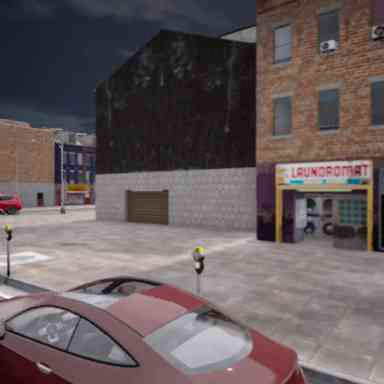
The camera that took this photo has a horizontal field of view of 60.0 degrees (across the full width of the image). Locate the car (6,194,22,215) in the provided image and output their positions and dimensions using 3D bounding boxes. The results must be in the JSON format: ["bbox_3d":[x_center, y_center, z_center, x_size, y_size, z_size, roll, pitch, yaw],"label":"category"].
[{"bbox_3d":[-19.661,1.265,32.502,2.150,2.045,5.566,0,0,36],"label":"car"}]

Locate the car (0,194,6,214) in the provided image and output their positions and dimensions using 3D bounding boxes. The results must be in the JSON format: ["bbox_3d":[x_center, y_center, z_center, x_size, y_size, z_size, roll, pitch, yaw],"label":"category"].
[{"bbox_3d":[-19.335,1.266,28.041,2.150,2.045,5.566,0,0,37],"label":"car"}]

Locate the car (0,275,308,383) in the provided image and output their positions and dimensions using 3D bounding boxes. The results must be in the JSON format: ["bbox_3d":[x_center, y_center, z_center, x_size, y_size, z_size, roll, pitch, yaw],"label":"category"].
[{"bbox_3d":[-0.949,1.581,3.486,4.206,1.307,1.802,0,0,35],"label":"car"}]
